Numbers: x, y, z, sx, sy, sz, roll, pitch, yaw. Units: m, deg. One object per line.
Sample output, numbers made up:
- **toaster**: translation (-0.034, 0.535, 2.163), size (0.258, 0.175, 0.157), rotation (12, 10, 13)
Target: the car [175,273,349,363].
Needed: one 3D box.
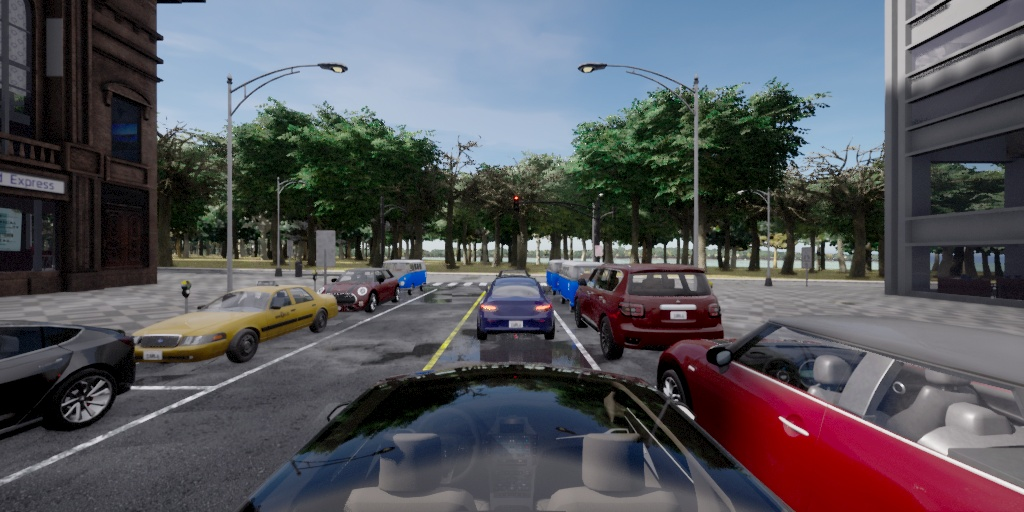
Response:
- **car**: translation (-5.763, 1.275, 8.162), size (1.751, 1.417, 4.829), rotation (0, 0, 0)

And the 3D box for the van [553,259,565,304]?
- **van**: translation (2.762, 1.090, 13.770), size (1.690, 1.789, 3.998), rotation (0, 0, 0)

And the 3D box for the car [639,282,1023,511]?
- **car**: translation (2.763, 1.190, 2.895), size (1.967, 1.591, 4.097), rotation (0, 0, 0)

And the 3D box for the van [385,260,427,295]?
- **van**: translation (-5.763, 1.090, 19.207), size (1.690, 1.789, 3.998), rotation (0, 0, 0)

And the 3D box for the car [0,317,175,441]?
- **car**: translation (-5.763, 1.315, 2.894), size (1.948, 1.339, 4.313), rotation (0, 0, 0)

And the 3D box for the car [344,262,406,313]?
- **car**: translation (-5.763, 1.189, 13.769), size (1.967, 1.591, 4.097), rotation (0, 0, 0)

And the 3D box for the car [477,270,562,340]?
- **car**: translation (0.098, 1.275, 9.870), size (1.812, 1.442, 4.674), rotation (0, 0, 0)

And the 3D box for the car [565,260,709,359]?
- **car**: translation (2.762, 1.064, 8.332), size (2.192, 1.841, 5.009), rotation (0, 0, 0)

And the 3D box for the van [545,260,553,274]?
- **van**: translation (2.762, 1.090, 19.207), size (1.690, 1.789, 3.998), rotation (0, 0, 0)
